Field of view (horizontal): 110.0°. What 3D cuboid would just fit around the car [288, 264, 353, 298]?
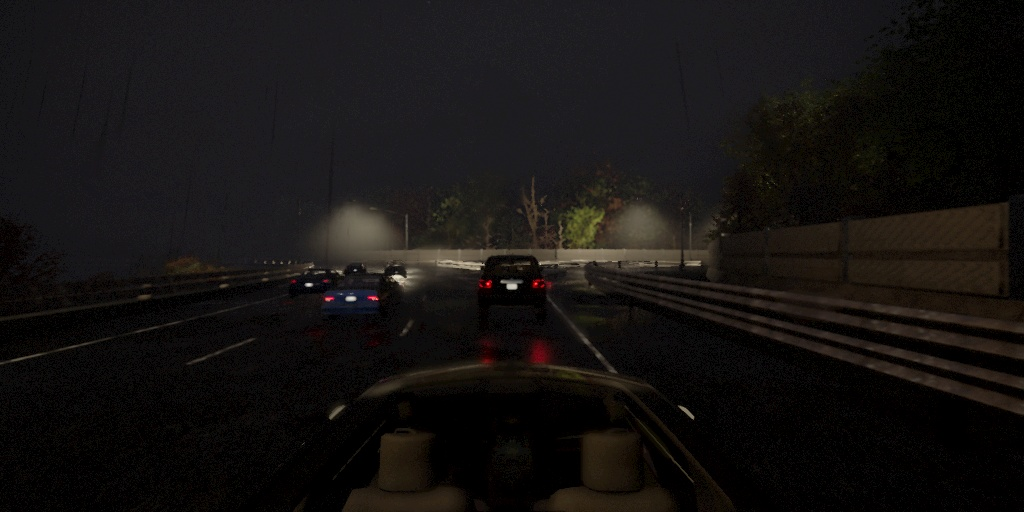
[{"bbox_3d":[-10.024,1.323,18.847,1.994,1.385,4.181,0,0,-13],"label":"car"}]

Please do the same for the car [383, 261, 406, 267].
[{"bbox_3d":[-11.150,1.257,34.178,2.128,1.511,4.902,0,0,-21],"label":"car"}]

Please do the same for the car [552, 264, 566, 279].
[{"bbox_3d":[3.612,1.362,32.630,1.895,1.301,4.718,0,0,21],"label":"car"}]

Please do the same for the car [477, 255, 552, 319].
[{"bbox_3d":[0.007,0.976,13.003,2.150,2.045,5.566,0,0,0],"label":"car"}]

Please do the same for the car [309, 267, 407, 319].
[{"bbox_3d":[-5.156,1.303,12.994,2.033,1.411,5.357,0,0,-10],"label":"car"}]

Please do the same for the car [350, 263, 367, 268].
[{"bbox_3d":[-15.595,1.331,35.874,1.994,1.385,4.181,0,0,-21],"label":"car"}]
